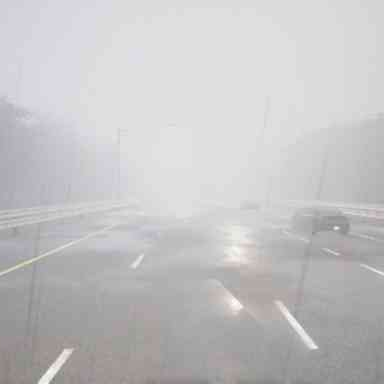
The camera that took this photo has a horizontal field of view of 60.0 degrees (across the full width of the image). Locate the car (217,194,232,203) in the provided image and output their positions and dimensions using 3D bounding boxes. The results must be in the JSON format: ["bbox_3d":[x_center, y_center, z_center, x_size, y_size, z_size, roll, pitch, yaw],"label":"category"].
[{"bbox_3d":[7.153,1.425,71.328,2.097,1.767,4.553,0,0,0],"label":"car"}]

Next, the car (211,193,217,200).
[{"bbox_3d":[7.258,1.451,95.302,2.097,1.767,4.553,0,0,0],"label":"car"}]

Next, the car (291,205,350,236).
[{"bbox_3d":[6.999,1.514,18.532,1.837,1.490,4.892,0,0,0],"label":"car"}]

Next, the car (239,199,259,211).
[{"bbox_3d":[7.034,1.582,41.243,2.033,1.411,5.357,0,0,0],"label":"car"}]
